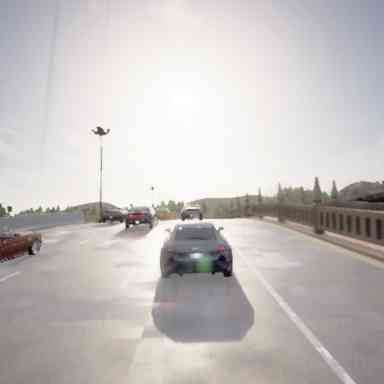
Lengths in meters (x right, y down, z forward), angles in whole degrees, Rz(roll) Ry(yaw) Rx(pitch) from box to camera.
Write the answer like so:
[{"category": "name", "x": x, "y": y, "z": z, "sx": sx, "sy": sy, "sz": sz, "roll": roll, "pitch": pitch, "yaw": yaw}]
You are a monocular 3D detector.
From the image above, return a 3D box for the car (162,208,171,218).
[{"category": "car", "x": -3.594, "y": 2.767, "z": 40.553, "sx": 1.882, "sy": 1.535, "sz": 5.008, "roll": -2, "pitch": -6, "yaw": 0}]

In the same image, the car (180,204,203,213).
[{"category": "car", "x": -0.040, "y": 1.885, "z": 30.187, "sx": 2.128, "sy": 1.511, "sz": 4.902, "roll": -2, "pitch": -3, "yaw": 0}]

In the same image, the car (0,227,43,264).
[{"category": "car", "x": -6.904, "y": 1.827, "z": 11.244, "sx": 1.895, "sy": 1.301, "sz": 4.718, "roll": -2, "pitch": 0, "yaw": 0}]

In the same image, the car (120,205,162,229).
[{"category": "car", "x": -3.497, "y": 1.729, "z": 23.516, "sx": 1.837, "sy": 1.490, "sz": 4.892, "roll": -2, "pitch": -2, "yaw": 0}]

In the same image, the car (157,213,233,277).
[{"category": "car", "x": 0.098, "y": 1.583, "z": 10.379, "sx": 1.994, "sy": 1.385, "sz": 4.181, "roll": -2, "pitch": 0, "yaw": 0}]

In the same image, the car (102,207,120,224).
[{"category": "car", "x": -7.043, "y": 2.152, "z": 31.232, "sx": 2.128, "sy": 1.511, "sz": 4.902, "roll": -2, "pitch": -3, "yaw": 0}]
